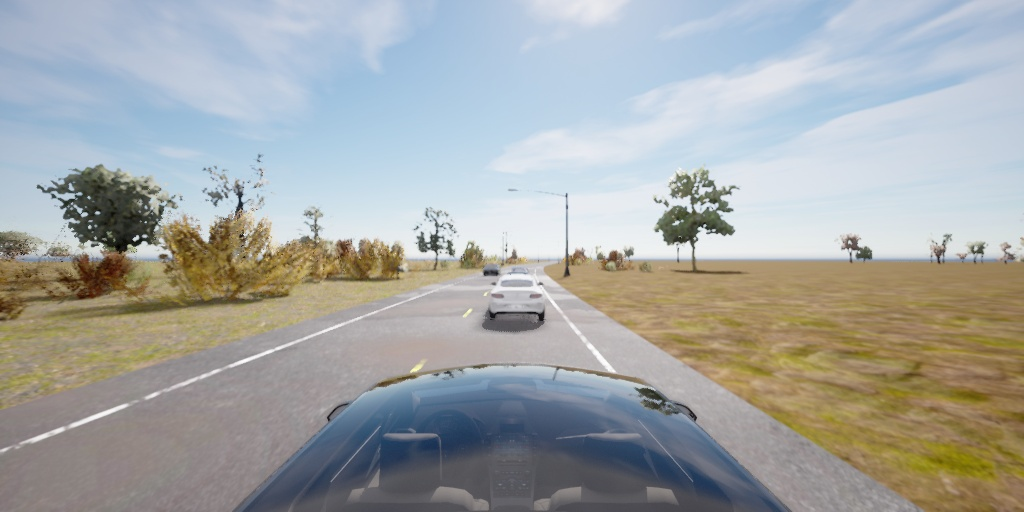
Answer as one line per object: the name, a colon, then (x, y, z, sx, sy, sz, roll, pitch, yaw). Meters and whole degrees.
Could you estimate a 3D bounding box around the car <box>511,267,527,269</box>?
car: (0.585, 1.590, 29.637, 2.033, 1.411, 5.357, 0, -1, 2)

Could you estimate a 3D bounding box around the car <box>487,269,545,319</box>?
car: (0.188, 1.396, 13.222, 1.812, 1.442, 4.674, 0, 0, 1)

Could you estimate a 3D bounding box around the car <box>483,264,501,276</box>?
car: (-2.452, 1.669, 44.220, 1.882, 1.535, 5.008, 0, -1, 3)
